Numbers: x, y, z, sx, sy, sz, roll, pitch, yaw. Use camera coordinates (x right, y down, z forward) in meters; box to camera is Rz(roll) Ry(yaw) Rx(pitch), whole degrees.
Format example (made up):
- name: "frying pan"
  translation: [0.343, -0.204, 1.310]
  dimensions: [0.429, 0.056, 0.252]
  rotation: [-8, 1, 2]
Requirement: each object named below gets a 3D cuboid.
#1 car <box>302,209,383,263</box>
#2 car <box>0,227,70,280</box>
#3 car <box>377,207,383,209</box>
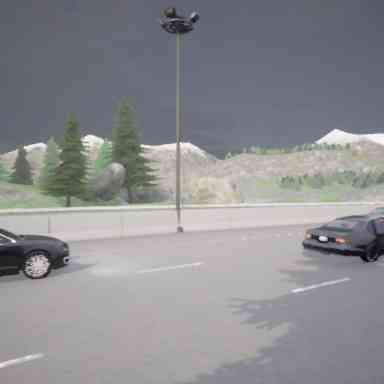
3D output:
- name: "car"
  translation: [6.306, 1.512, 11.754]
  dimensions: [5.357, 1.411, 2.033]
  rotation: [0, 0, -30]
- name: "car"
  translation: [-5.601, 1.479, 8.241]
  dimensions: [4.892, 1.490, 1.837]
  rotation: [0, 0, -35]
- name: "car"
  translation: [11.582, 1.491, 18.596]
  dimensions: [5.357, 1.411, 2.033]
  rotation: [0, 0, -27]
